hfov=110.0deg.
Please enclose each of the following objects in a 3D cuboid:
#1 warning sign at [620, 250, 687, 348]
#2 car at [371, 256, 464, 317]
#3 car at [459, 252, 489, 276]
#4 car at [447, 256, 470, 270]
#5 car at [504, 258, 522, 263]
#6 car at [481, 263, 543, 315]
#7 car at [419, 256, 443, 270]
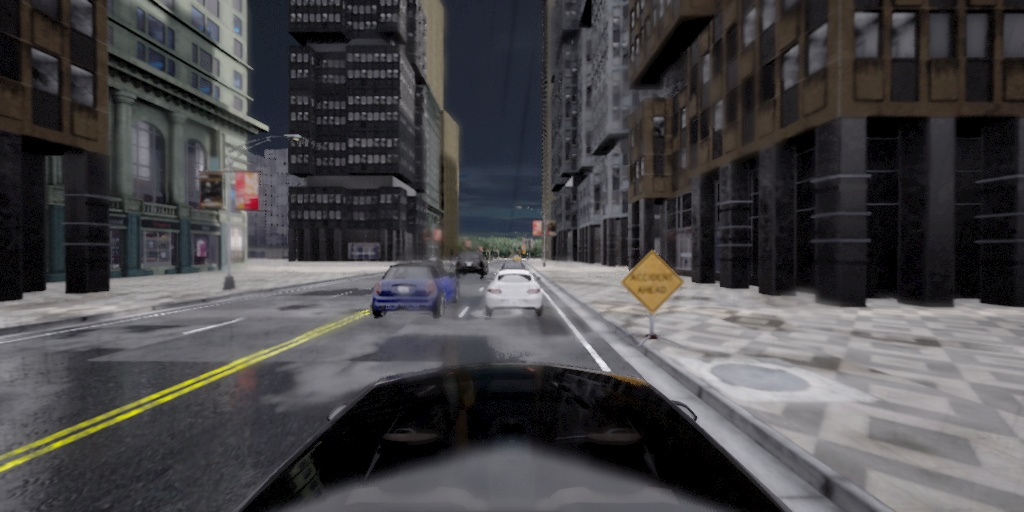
[{"bbox_3d":[2.850,0.808,7.311,1.300,1.860,1.060,0,0,0],"label":"warning sign"},{"bbox_3d":[-3.170,0.988,12.669,2.097,1.767,4.553,0,0,0],"label":"car"},{"bbox_3d":[-3.162,0.689,29.191,2.150,2.045,5.566,0,1,0],"label":"car"},{"bbox_3d":[-6.589,0.798,44.384,2.128,1.511,4.902,0,1,0],"label":"car"},{"bbox_3d":[0.080,1.084,27.533,1.895,1.301,4.718,0,1,0],"label":"car"},{"bbox_3d":[0.078,1.162,12.768,1.812,1.442,4.674,0,1,0],"label":"car"},{"bbox_3d":[-9.840,0.789,43.949,1.882,1.535,5.008,0,1,0],"label":"car"}]
